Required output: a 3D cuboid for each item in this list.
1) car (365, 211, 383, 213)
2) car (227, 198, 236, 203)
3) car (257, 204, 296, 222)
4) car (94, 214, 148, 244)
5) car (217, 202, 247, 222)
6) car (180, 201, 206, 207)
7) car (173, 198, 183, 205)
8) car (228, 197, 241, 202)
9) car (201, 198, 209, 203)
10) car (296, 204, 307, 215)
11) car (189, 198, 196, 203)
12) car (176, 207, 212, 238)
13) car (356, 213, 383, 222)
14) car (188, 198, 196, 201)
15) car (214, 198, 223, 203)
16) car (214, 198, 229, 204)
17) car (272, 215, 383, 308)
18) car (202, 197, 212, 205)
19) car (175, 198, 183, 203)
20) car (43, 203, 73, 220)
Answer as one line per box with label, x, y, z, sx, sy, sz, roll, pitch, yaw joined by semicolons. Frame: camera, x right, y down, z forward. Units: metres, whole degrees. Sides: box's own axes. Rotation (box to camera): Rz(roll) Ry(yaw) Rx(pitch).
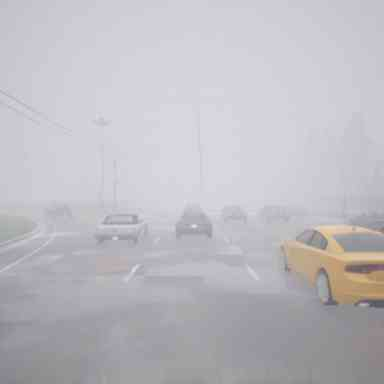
car;10.601;1.758;18.963;1.994;1.385;4.181;0;-1;0
car;10.507;2.248;89.279;1.837;1.490;4.892;0;-1;0
car;7.103;1.847;29.167;2.033;1.411;5.357;0;-1;0
car;-3.398;1.774;16.905;1.895;1.301;4.718;0;-1;0
car;3.603;1.847;29.165;2.033;1.411;5.357;0;-1;0
car;0.103;1.925;35.056;1.994;1.385;4.181;0;-1;0
car;-3.494;2.163;79.247;2.097;1.767;4.553;0;-1;0
car;10.506;2.326;78.858;2.128;1.511;4.902;0;-1;0
car;3.507;2.250;89.279;1.837;1.490;4.892;0;-1;0
car;10.603;1.924;35.151;1.994;1.385;4.181;0;-1;0
car;0.007;2.251;89.279;1.837;1.490;4.892;0;-1;0
car;0.102;1.759;19.091;1.994;1.385;4.181;0;-1;0
car;7.101;1.664;11.323;2.033;1.411;5.357;0;-1;0
car;0.006;2.163;79.247;2.097;1.767;4.553;0;-1;0
car;7.007;2.289;89.278;2.033;1.411;5.357;0;-1;0
car;7.006;2.331;79.274;1.812;1.442;4.674;0;-1;0
car;3.599;1.562;8.216;1.882;1.535;5.008;0;-1;0
car;3.506;2.162;79.246;2.097;1.767;4.553;0;-1;0
car;-3.493;2.291;89.279;2.033;1.411;5.357;0;-1;0
car;-13.115;1.843;32.512;1.837;1.490;4.892;1;-1;-36
